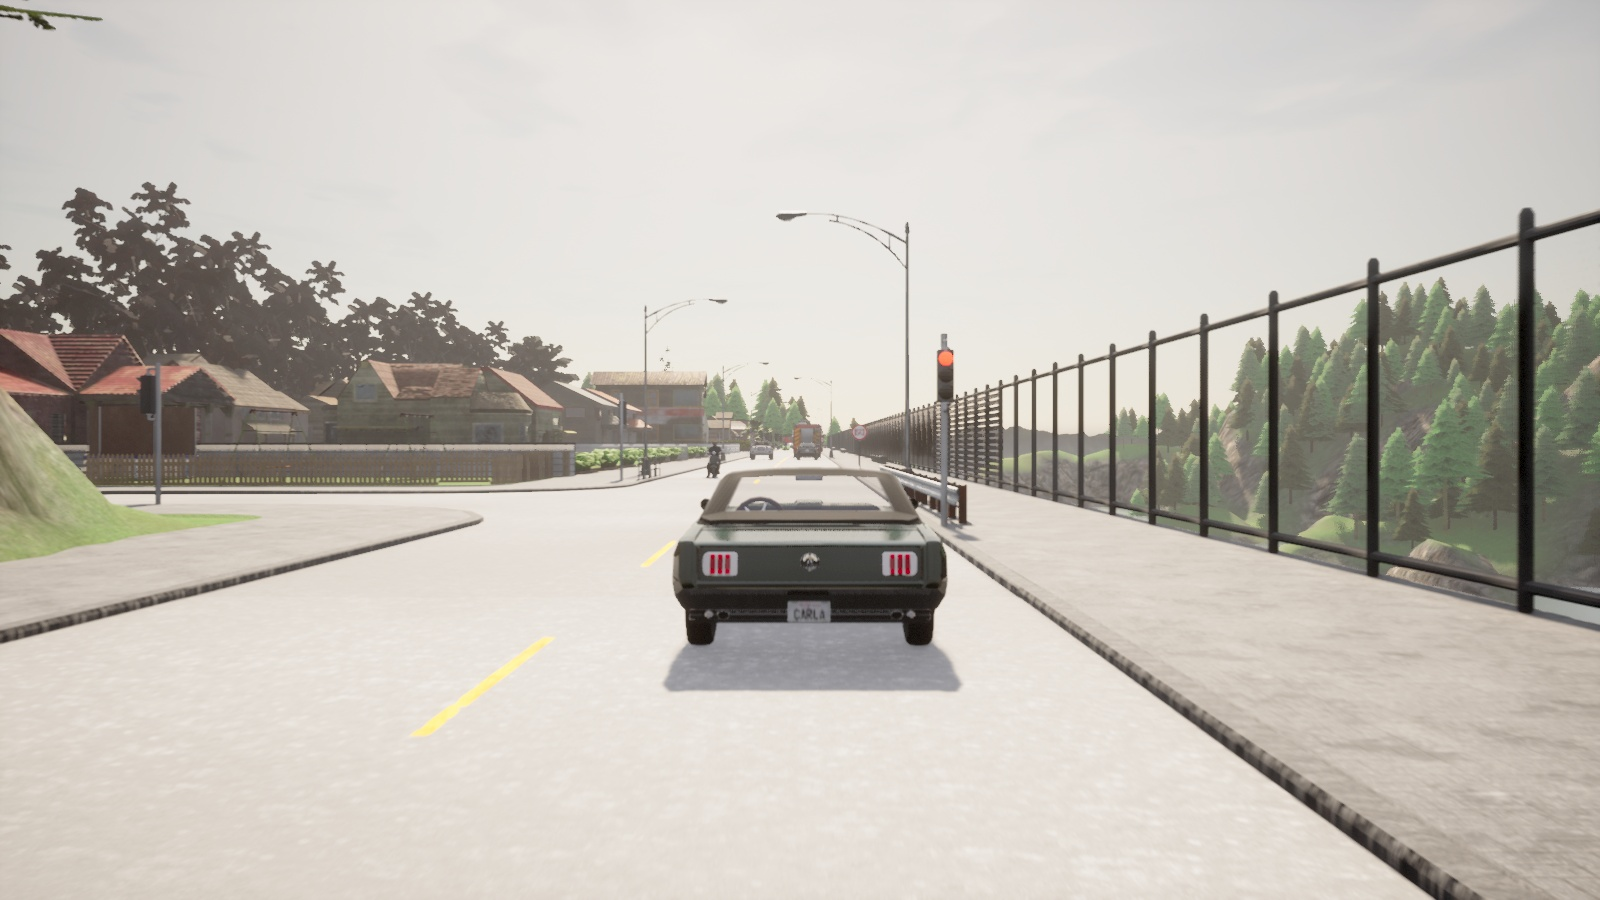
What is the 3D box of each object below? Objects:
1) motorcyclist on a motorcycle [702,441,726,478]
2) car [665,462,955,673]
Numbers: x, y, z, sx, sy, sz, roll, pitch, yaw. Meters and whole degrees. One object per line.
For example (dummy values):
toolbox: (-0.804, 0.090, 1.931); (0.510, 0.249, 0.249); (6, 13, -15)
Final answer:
motorcyclist on a motorcycle: (-3.674, 0.393, 53.855); (0.866, 1.590, 1.817); (0, 0, 0)
car: (0.076, 0.787, 10.555); (1.895, 1.301, 4.718); (0, 0, 0)
